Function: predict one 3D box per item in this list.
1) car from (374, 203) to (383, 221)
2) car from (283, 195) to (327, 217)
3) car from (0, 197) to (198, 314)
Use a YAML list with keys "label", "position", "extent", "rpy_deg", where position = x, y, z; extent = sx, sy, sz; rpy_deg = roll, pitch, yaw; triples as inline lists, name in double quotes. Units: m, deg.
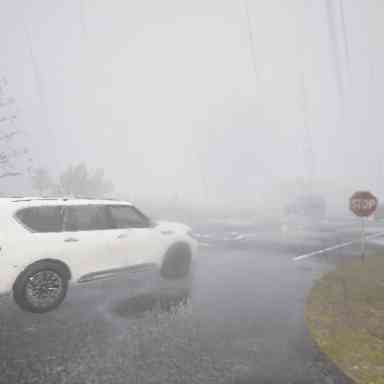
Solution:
- label: "car"
  position: [16.522, 1.635, 27.323]
  extent: [1.837, 1.490, 4.892]
  rpy_deg: [1, 0, 44]
- label: "car"
  position: [10.789, 1.272, 31.471]
  extent: [2.150, 2.045, 5.566]
  rpy_deg: [1, 1, 44]
- label: "car"
  position: [-2.305, 1.147, 7.755]
  extent: [2.150, 2.045, 5.566]
  rpy_deg: [1, 0, 44]
